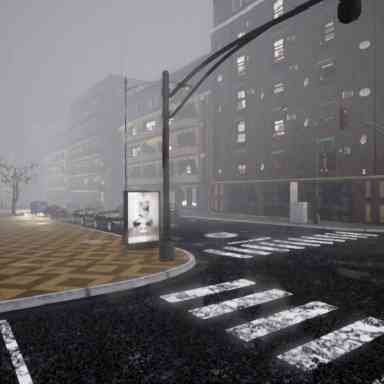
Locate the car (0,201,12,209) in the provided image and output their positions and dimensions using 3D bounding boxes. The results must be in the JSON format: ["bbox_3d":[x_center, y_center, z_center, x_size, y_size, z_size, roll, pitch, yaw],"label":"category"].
[{"bbox_3d":[-38.033,2.703,68.361,2.008,1.369,4.403,-2,0,-36],"label":"car"}]

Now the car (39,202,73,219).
[{"bbox_3d":[-14.837,2.115,36.150,1.887,1.381,4.507,-2,0,-36],"label":"car"}]

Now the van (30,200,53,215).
[{"bbox_3d":[-19.755,2.035,43.038,1.690,1.788,3.998,-2,0,-36],"label":"van"}]

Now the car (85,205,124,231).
[{"bbox_3d":[-5.497,1.888,23.160,2.008,1.369,4.403,-2,0,-36],"label":"car"}]

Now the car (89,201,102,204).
[{"bbox_3d":[-14.922,2.118,50.713,1.967,1.590,4.097,-2,0,-36],"label":"car"}]

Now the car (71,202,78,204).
[{"bbox_3d":[-21.450,2.424,59.735,1.802,1.307,4.206,-2,0,-36],"label":"car"}]

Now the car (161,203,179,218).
[{"bbox_3d":[-3.075,1.824,34.548,1.967,1.590,4.097,-2,0,-36],"label":"car"}]

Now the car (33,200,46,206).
[{"bbox_3d":[-37.771,2.797,82.297,1.887,1.381,4.507,-2,0,-36],"label":"car"}]

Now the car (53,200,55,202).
[{"bbox_3d":[-31.246,2.528,73.272,1.967,1.590,4.097,-2,0,-36],"label":"car"}]

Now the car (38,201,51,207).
[{"bbox_3d":[-34.506,2.736,77.784,1.947,1.339,4.313,-2,0,-36],"label":"car"}]

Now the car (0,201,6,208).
[{"bbox_3d":[-44.561,2.862,77.386,1.887,1.381,4.507,-2,0,-36],"label":"car"}]

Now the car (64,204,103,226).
[{"bbox_3d":[-8.761,1.969,27.673,2.008,1.369,4.403,-2,0,-36],"label":"car"}]
